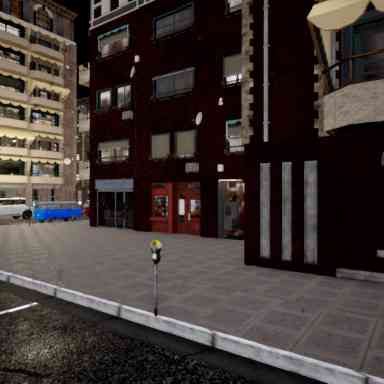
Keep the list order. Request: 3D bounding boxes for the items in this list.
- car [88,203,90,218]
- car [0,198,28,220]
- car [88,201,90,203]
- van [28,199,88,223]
[{"bbox_3d":[-8.306,2.037,33.074,1.947,1.339,4.313,-1,-2,35],"label":"car"},{"bbox_3d":[-17.155,1.546,30.564,2.150,2.045,5.566,0,-1,34],"label":"car"},{"bbox_3d":[-11.419,2.079,38.613,1.994,1.385,4.181,0,-1,35],"label":"car"},{"bbox_3d":[-11.373,1.705,28.462,1.690,1.788,3.998,-1,-2,35],"label":"van"}]
